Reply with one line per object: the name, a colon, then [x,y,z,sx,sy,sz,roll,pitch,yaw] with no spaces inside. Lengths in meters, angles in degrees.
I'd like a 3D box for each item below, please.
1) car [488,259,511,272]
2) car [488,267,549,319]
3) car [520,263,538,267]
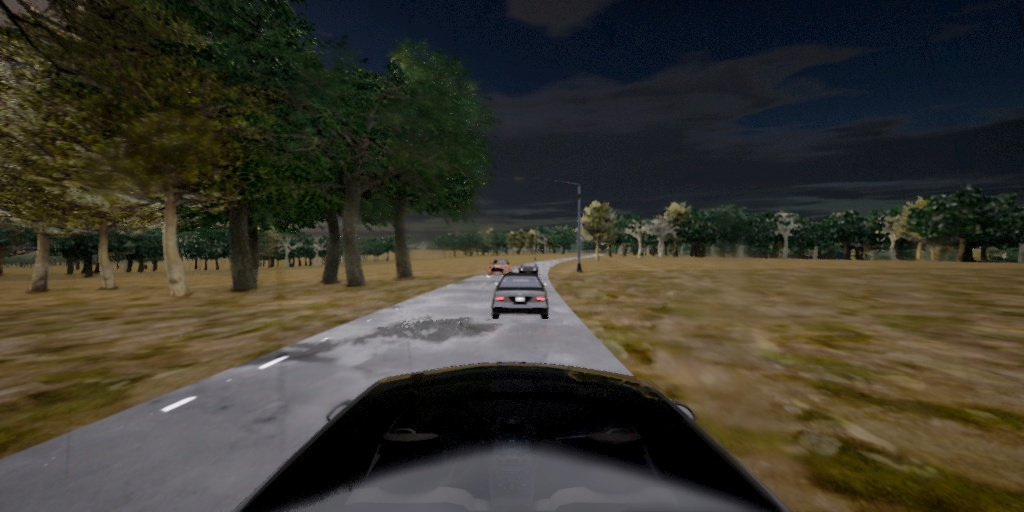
car: [-1.250,1.106,37.916,2.097,1.767,4.553,0,0,5]
car: [0.309,1.295,12.869,2.033,1.411,5.357,0,0,2]
car: [1.759,1.315,36.439,1.895,1.301,4.718,0,0,5]
